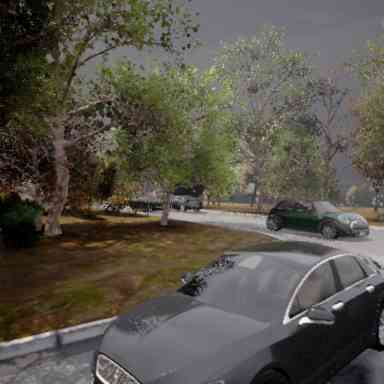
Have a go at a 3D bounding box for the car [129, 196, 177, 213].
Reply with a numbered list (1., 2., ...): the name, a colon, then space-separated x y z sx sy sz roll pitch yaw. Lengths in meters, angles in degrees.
1. car: -3.639 1.111 29.033 1.895 1.301 4.718 1 0 -37

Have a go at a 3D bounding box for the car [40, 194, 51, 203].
1. car: -14.810 0.532 38.040 5.566 2.045 2.150 1 -1 -1

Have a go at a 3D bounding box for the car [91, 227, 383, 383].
1. car: 1.120 1.508 4.462 4.892 1.490 1.837 0 0 -42

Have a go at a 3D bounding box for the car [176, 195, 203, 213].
1. car: -1.064 1.063 30.849 2.128 1.511 4.902 1 0 -39

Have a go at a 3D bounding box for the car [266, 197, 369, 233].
1. car: 5.786 1.121 15.677 2.097 1.767 4.553 1 0 -36
